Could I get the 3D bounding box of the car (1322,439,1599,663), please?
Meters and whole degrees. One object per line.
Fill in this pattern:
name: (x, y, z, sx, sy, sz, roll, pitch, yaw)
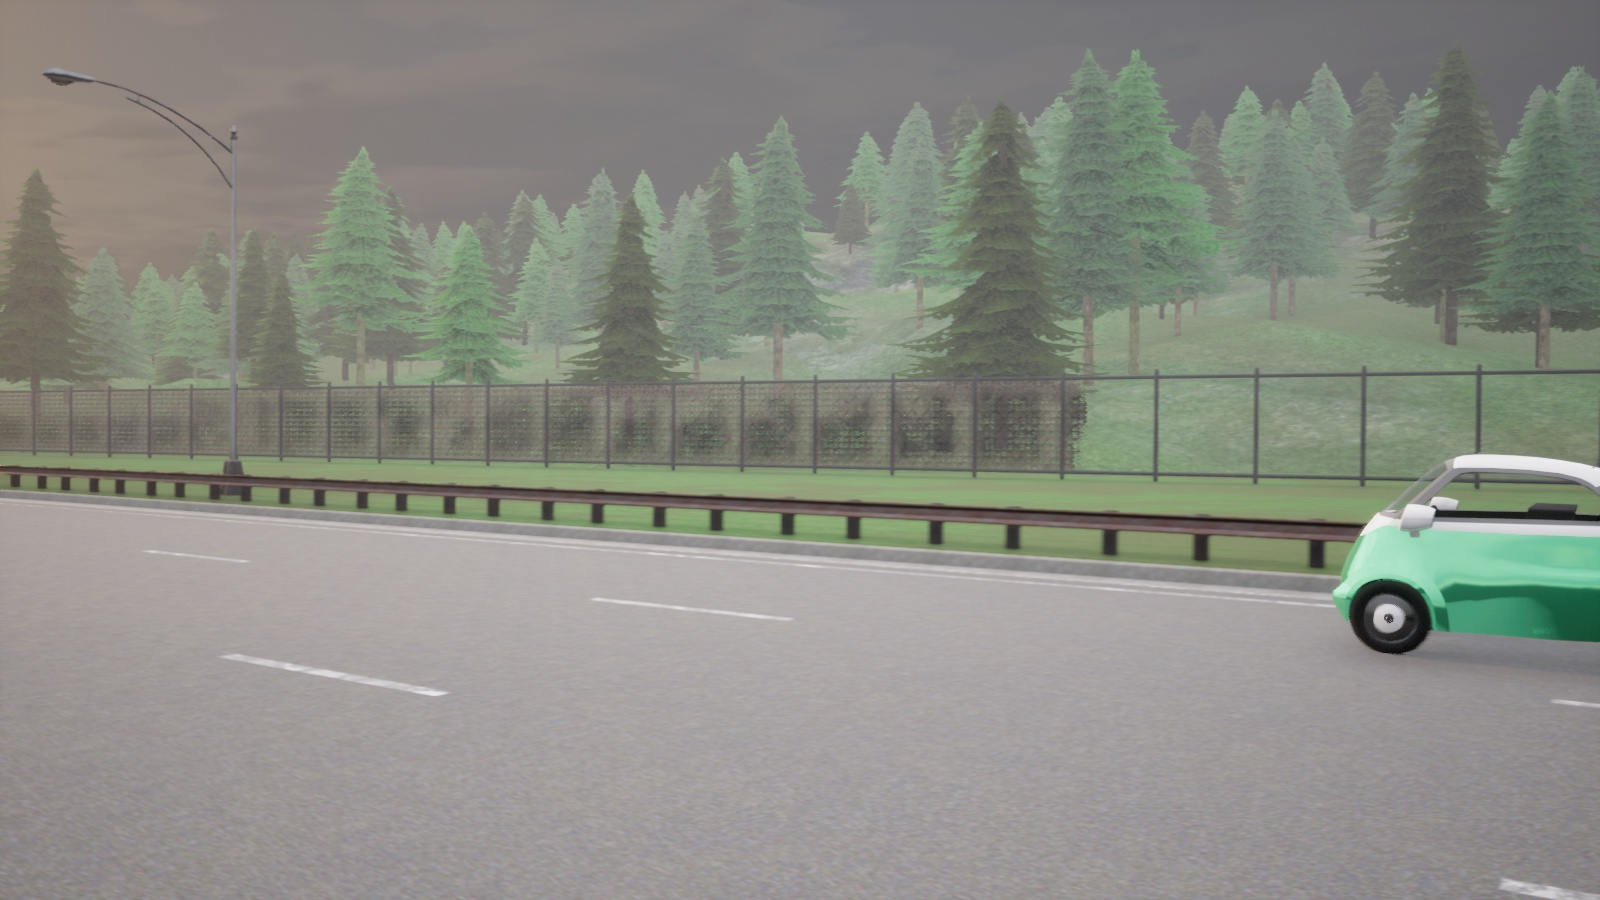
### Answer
car: (4.960, 0.622, 8.731, 2.207, 1.376, 1.481, 1, 1, 34)
